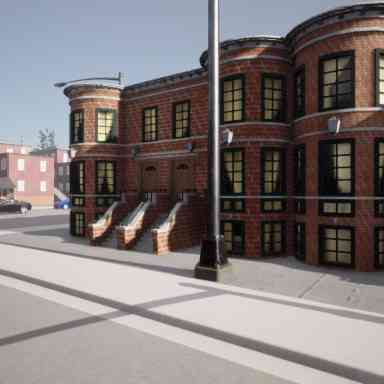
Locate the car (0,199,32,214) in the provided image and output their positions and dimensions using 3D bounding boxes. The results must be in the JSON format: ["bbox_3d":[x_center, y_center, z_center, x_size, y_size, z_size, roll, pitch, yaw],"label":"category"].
[{"bbox_3d":[-18.780,1.492,33.586,2.128,1.511,4.902,0,0,36],"label":"car"}]

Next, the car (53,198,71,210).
[{"bbox_3d":[-15.740,1.478,43.847,1.882,1.535,5.008,0,0,35],"label":"car"}]
